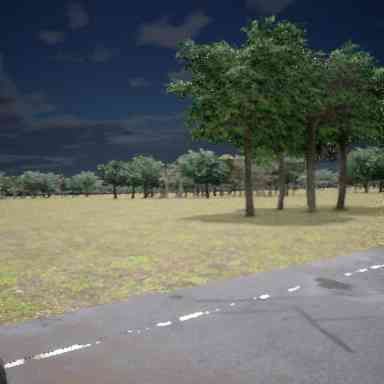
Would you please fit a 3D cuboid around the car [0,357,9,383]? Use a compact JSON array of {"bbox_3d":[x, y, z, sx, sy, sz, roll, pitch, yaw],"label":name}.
[{"bbox_3d":[-3.589,1.507,1.430,4.892,1.490,1.837,0,0,-36],"label":"car"}]
